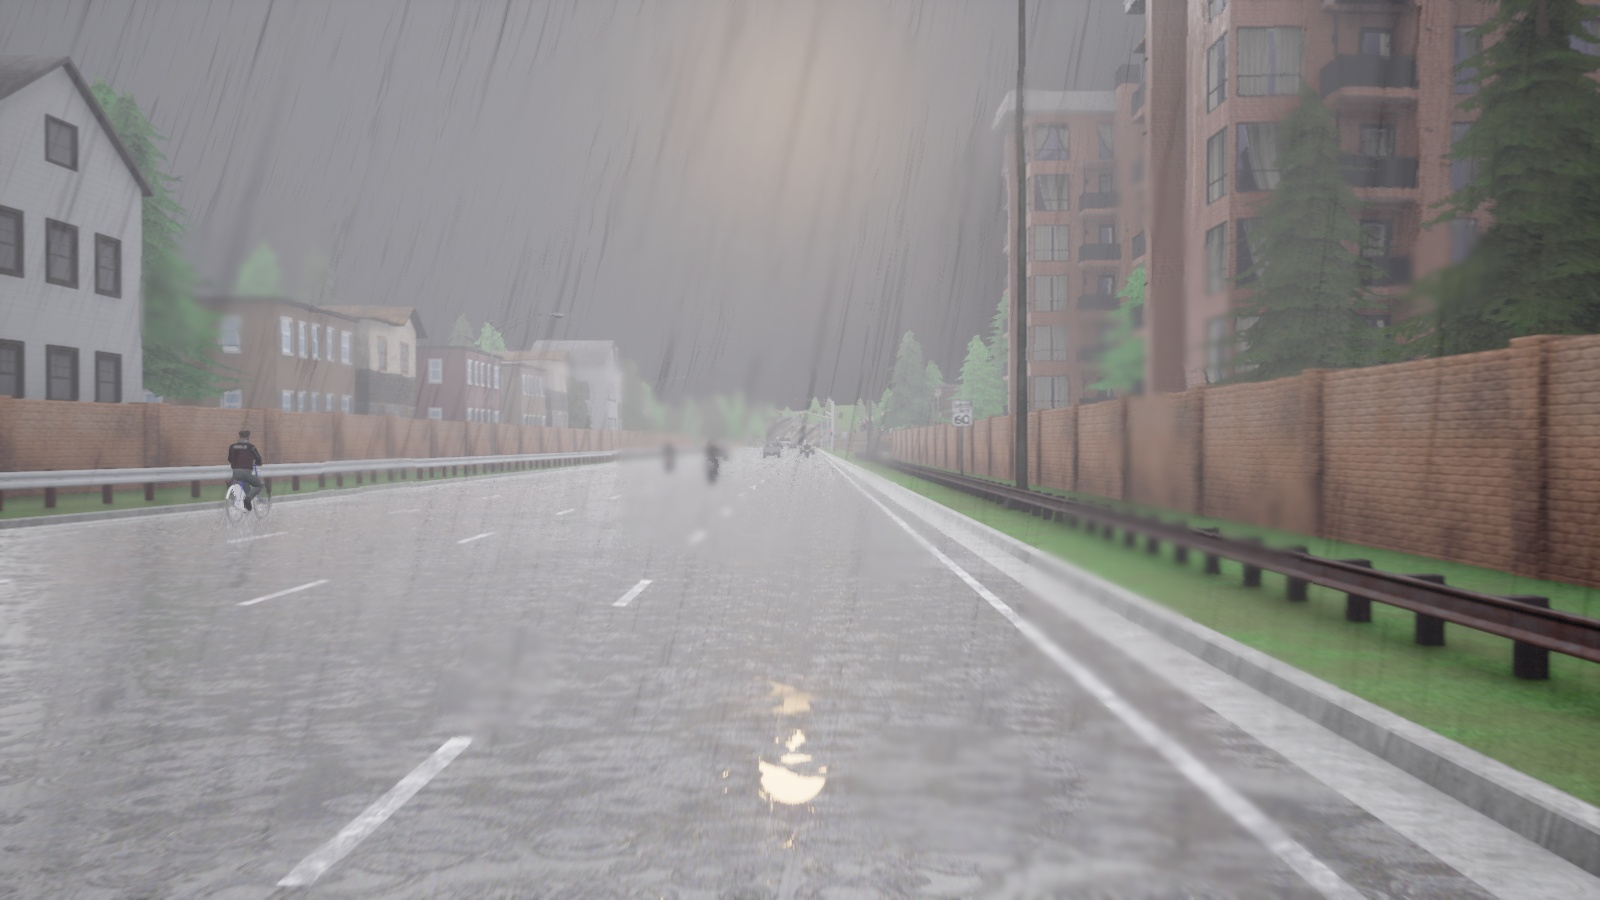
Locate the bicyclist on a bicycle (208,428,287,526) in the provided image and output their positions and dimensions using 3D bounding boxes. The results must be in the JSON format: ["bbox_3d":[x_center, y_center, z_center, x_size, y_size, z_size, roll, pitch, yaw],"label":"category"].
[{"bbox_3d":[-10.351,0.476,23.606,0.659,1.776,1.843,0,1,0],"label":"bicyclist on a bicycle"}]

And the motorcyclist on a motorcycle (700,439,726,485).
[{"bbox_3d":[-3.220,0.433,46.606,0.766,1.649,2.350,0,0,0],"label":"motorcyclist on a motorcycle"}]
